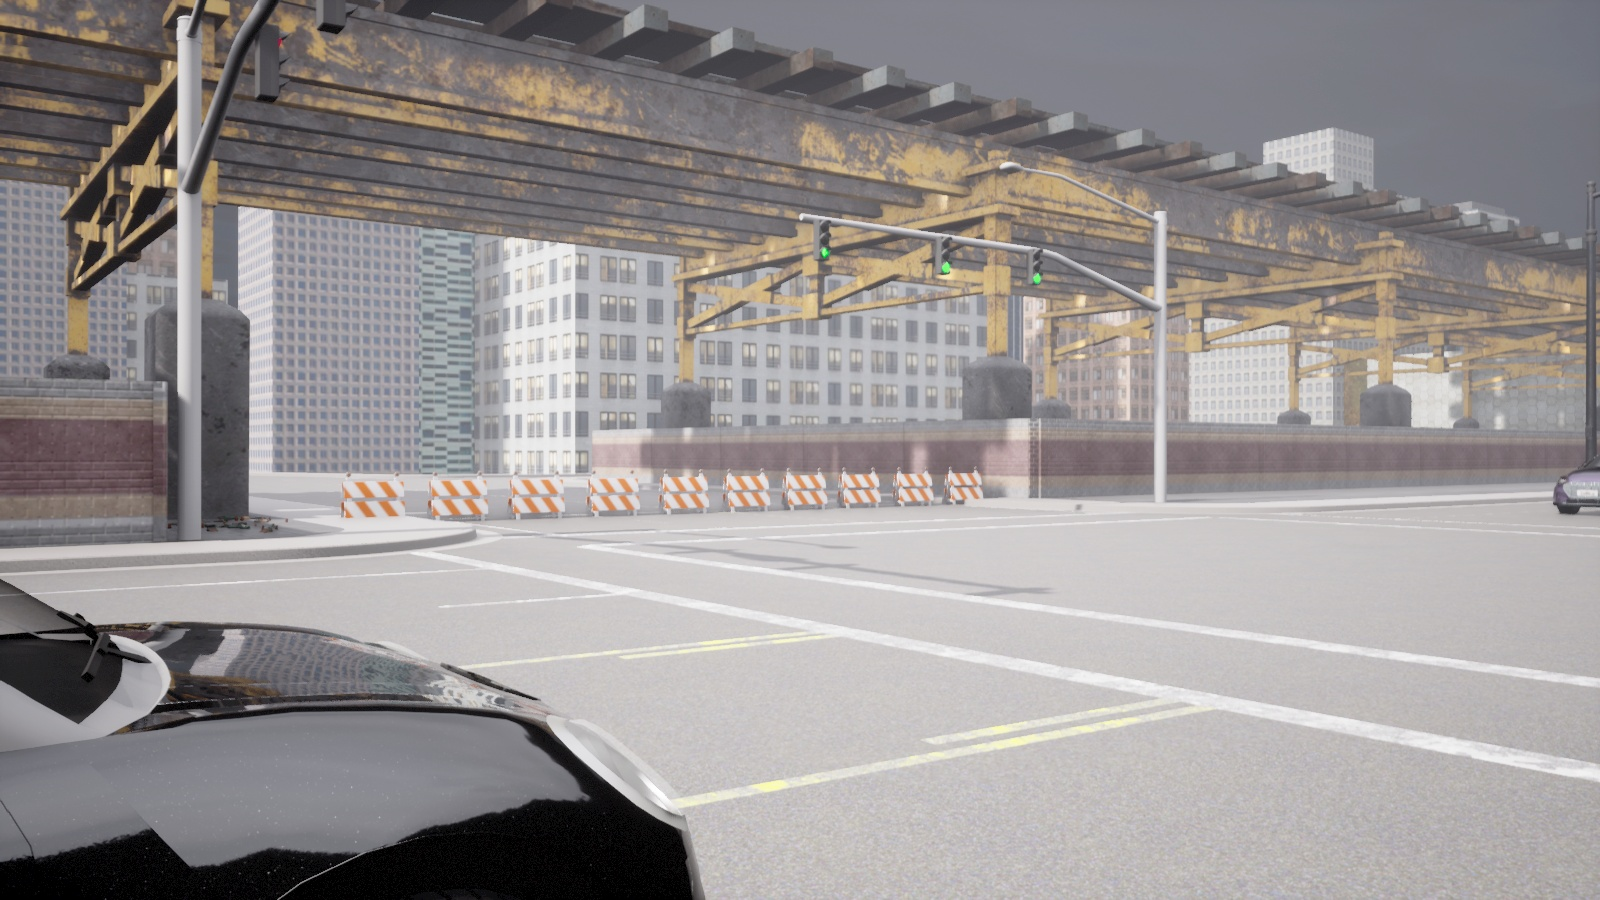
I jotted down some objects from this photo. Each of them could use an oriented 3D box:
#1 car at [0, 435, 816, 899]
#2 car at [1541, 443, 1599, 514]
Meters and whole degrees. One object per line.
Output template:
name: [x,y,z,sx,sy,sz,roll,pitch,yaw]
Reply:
car: [-2.093,0.721,2.202,3.806,1.475,1.970,0,0,-35]
car: [20.333,0.652,30.641,4.856,1.649,2.033,0,0,-35]
